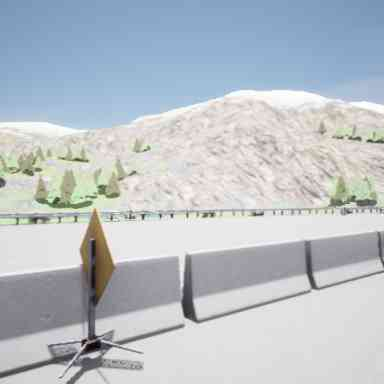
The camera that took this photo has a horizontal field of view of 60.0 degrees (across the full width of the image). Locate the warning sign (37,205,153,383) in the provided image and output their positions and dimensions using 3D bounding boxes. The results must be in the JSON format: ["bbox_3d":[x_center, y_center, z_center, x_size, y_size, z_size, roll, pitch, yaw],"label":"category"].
[{"bbox_3d":[-1.295,1.130,4.325,1.060,1.860,1.300,1,0,-35],"label":"warning sign"}]
